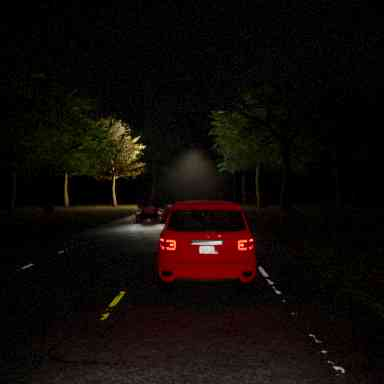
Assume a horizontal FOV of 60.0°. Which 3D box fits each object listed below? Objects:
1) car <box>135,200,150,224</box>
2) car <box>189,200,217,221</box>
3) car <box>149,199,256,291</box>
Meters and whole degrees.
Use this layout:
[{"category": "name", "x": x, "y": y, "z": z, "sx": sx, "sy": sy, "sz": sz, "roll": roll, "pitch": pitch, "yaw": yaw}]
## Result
[{"category": "car", "x": -2.902, "y": 1.366, "z": 25.056, "sx": 2.097, "sy": 1.767, "sz": 4.553, "roll": 0, "pitch": 0, "yaw": 2}, {"category": "car", "x": 0.892, "y": 1.512, "z": 28.173, "sx": 2.128, "sy": 1.511, "sz": 4.902, "roll": 0, "pitch": 0, "yaw": 1}, {"category": "car", "x": 0.351, "y": 1.227, "z": 9.199, "sx": 2.150, "sy": 2.045, "sz": 5.566, "roll": 0, "pitch": 0, "yaw": 1}]
